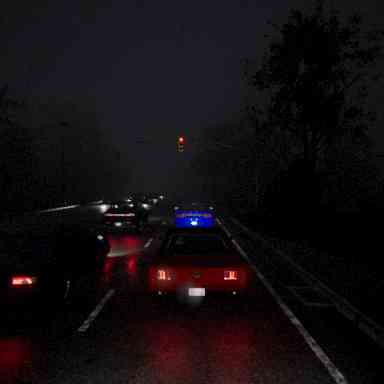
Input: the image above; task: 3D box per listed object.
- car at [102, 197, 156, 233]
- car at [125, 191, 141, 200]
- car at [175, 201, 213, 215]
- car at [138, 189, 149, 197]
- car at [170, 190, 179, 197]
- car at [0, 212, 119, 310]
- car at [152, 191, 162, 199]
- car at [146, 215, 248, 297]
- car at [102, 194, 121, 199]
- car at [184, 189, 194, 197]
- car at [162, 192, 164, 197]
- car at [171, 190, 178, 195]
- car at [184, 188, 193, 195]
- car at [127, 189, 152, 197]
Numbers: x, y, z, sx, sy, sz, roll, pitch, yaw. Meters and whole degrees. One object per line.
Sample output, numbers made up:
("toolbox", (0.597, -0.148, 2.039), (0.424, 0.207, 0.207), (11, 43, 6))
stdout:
("car", (-3.402, 1.241, 17.773), (2.128, 1.511, 4.902), (0, 1, 0))
("car", (-10.739, 0.560, 60.936), (2.128, 1.511, 4.902), (0, 1, -1))
("car", (0.098, 1.230, 17.622), (1.882, 1.535, 5.008), (0, 1, 0))
("car", (-11.091, 0.169, 76.706), (2.097, 1.767, 4.553), (0, 1, -2))
("car", (-4.048, 0.362, 75.662), (2.033, 1.411, 5.357), (0, 1, -2))
("car", (-3.402, 1.453, 7.912), (2.033, 1.411, 5.357), (0, 1, 0))
("car", (-7.234, 0.618, 60.716), (2.033, 1.411, 5.357), (0, 1, -1))
("car", (0.099, 1.501, 8.280), (1.895, 1.301, 4.718), (0, 1, 0))
("car", (-10.621, 0.926, 44.564), (1.895, 1.301, 4.718), (0, 1, 0))
("car", (-0.564, 0.304, 76.171), (1.882, 1.535, 5.008), (0, 1, -2))
("car", (-7.577, 0.364, 76.406), (1.994, 1.385, 4.181), (0, 1, -2))
("car", (-4.550, 0.101, 86.115), (1.812, 1.442, 4.674), (0, 1, -3))
("car", (-1.054, -0.072, 86.282), (2.097, 1.767, 4.553), (0, 1, -3))
("car", (-7.082, 0.675, 44.807), (2.097, 1.767, 4.553), (0, 1, -1))
